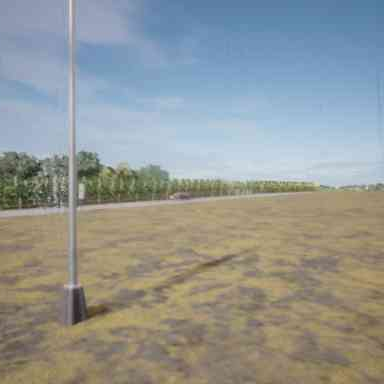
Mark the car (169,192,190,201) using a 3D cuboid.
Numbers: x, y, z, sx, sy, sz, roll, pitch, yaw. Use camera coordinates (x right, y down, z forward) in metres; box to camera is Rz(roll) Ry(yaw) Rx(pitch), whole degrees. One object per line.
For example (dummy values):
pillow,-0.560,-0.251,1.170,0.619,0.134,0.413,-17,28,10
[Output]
car,-2.102,0.770,58.763,1.812,1.442,4.674,1,2,36
